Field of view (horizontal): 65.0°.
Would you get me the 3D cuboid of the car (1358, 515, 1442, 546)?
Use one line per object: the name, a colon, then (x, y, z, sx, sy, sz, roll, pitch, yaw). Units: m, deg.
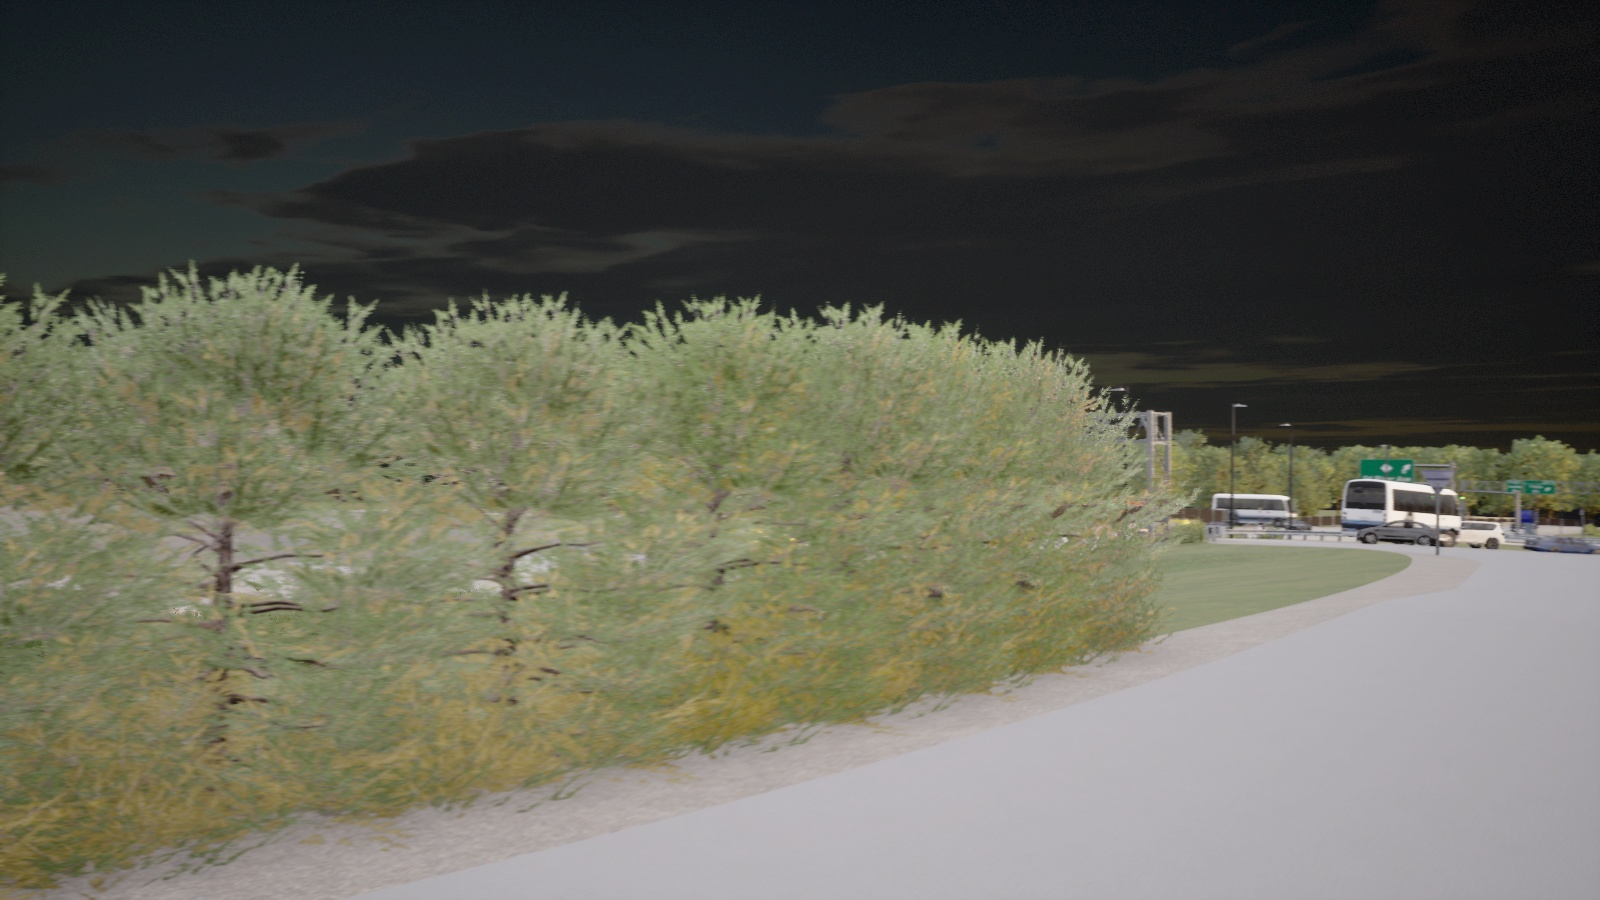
car: (33.885, 4.567, 71.028, 4.193, 1.474, 1.816, 2, -4, 25)

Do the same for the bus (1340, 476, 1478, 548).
bus: (40.892, 4.196, 84.093, 10.273, 4.253, 3.944, 5, -3, -37)
